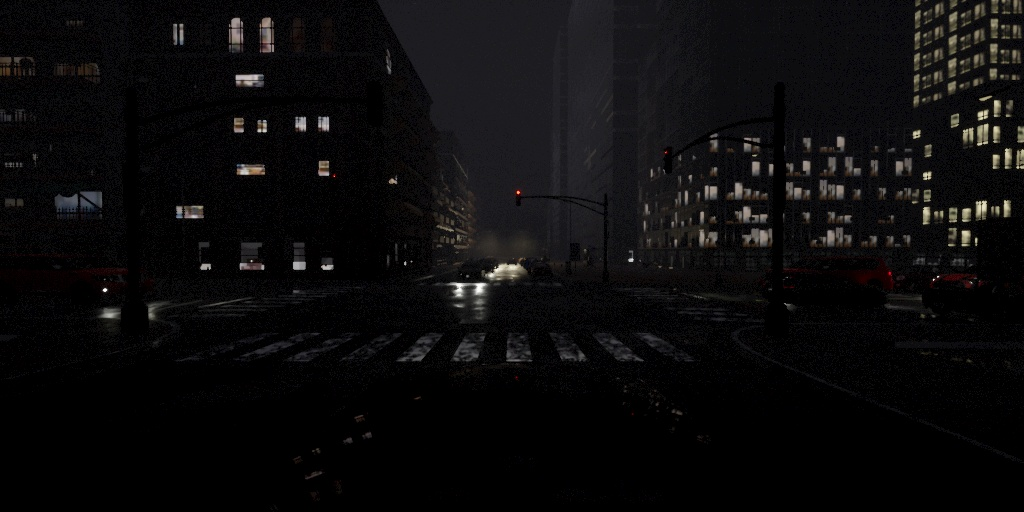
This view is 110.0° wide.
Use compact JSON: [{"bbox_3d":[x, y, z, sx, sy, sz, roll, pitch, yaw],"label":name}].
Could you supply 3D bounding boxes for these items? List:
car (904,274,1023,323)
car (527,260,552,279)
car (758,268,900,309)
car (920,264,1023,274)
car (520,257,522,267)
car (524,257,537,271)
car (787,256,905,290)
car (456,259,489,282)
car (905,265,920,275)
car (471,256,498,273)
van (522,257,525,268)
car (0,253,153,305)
[{"bbox_3d":[16.708,1.445,12.170,4.403,1.370,2.007,0,0,1],"label":"car"},{"bbox_3d":[2.637,1.272,32.468,1.888,1.381,4.507,0,0,0],"label":"car"},{"bbox_3d":[13.056,1.396,15.172,4.181,1.385,1.994,0,1,3],"label":"car"},{"bbox_3d":[24.095,1.189,17.978,4.553,1.767,2.097,0,1,1],"label":"car"},{"bbox_3d":[2.622,1.240,55.052,1.888,1.381,4.507,0,0,0],"label":"car"},{"bbox_3d":[2.633,1.159,38.114,1.967,1.591,4.097,0,0,0],"label":"car"},{"bbox_3d":[15.704,1.020,18.088,5.566,2.045,2.150,0,1,1],"label":"car"},{"bbox_3d":[-3.188,1.236,28.533,1.837,1.490,4.892,0,0,1],"label":"car"},{"bbox_3d":[23.361,1.230,20.722,4.097,1.591,1.967,0,0,1],"label":"car"},{"bbox_3d":[-3.122,1.066,41.454,2.097,1.767,4.553,0,0,0],"label":"car"},{"bbox_3d":[2.626,1.045,49.406,1.690,1.789,3.998,0,0,0],"label":"van"},{"bbox_3d":[-18.849,0.911,15.336,5.566,2.045,2.150,0,1,1],"label":"car"}]
